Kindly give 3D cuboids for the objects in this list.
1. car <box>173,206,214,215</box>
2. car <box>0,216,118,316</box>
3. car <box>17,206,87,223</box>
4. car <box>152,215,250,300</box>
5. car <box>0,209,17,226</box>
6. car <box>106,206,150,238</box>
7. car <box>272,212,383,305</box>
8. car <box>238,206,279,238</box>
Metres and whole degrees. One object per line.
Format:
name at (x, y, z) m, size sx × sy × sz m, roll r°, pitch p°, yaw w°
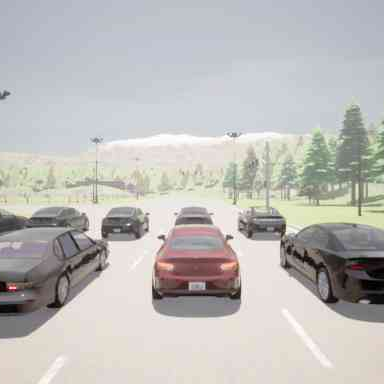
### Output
car at (0.094, 1.505, 17.523) m, size 1.837 × 1.490 × 4.892 m, roll 0°, pitch 0°, yaw 0°
car at (-3.405, 1.547, 7.782) m, size 2.033 × 1.411 × 5.357 m, roll 0°, pitch 0°, yaw 0°
car at (-6.906, 1.505, 17.535) m, size 1.837 × 1.490 × 4.892 m, roll 0°, pitch 0°, yaw 0°
car at (0.095, 1.526, 8.278) m, size 1.812 × 1.442 × 4.674 m, roll 0°, pitch 0°, yaw 0°
car at (-10.406, 1.547, 17.035) m, size 2.033 × 1.411 × 5.357 m, roll 0°, pitch 0°, yaw 0°
car at (-3.406, 1.505, 17.524) m, size 1.837 × 1.490 × 4.892 m, roll 0°, pitch 0°, yaw 0°
car at (3.599, 1.478, 8.187) m, size 1.882 × 1.535 × 5.008 m, roll 0°, pitch 0°, yaw 0°
car at (3.595, 1.491, 17.678) m, size 2.128 × 1.511 × 4.902 m, roll 0°, pitch 0°, yaw 0°
